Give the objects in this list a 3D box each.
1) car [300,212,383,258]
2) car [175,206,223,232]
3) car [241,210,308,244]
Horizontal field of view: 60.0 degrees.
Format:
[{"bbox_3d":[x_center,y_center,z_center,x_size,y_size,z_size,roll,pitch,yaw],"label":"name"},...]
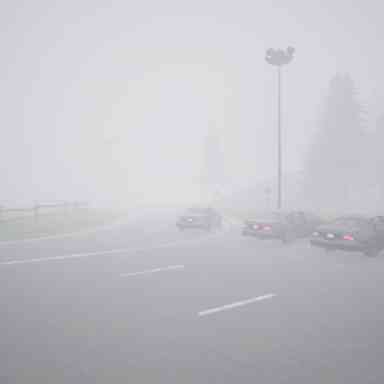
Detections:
[{"bbox_3d":[6.808,1.555,12.907,5.357,1.411,2.033,0,0,-36],"label":"car"},{"bbox_3d":[0.532,1.554,20.236,2.033,1.411,5.357,0,0,15],"label":"car"},{"bbox_3d":[4.766,1.555,15.750,5.357,1.411,2.033,0,0,-36],"label":"car"}]
